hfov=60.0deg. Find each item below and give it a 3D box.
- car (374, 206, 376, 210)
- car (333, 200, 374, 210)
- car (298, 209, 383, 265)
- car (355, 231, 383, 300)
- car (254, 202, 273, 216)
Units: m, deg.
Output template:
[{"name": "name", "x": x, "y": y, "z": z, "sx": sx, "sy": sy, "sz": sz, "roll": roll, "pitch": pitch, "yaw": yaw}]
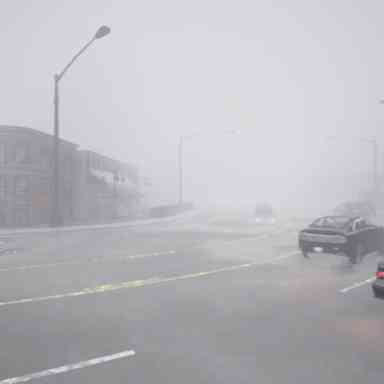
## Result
[{"name": "car", "x": 18.442, "y": 1.704, "z": 36.722, "sx": 2.097, "sy": 1.767, "sz": 4.553, "roll": 0, "pitch": -1, "yaw": 8}, {"name": "car", "x": 13.985, "y": 1.640, "z": 29.544, "sx": 2.097, "sy": 1.767, "sz": 4.553, "roll": 0, "pitch": -1, "yaw": 10}, {"name": "car", "x": 5.676, "y": 1.613, "z": 12.269, "sx": 2.128, "sy": 1.511, "sz": 4.902, "roll": -1, "pitch": -1, "yaw": 44}, {"name": "car", "x": 5.879, "y": 1.615, "z": 7.465, "sx": 5.357, "sy": 1.411, "sz": 2.033, "roll": 0, "pitch": -1, "yaw": -42}, {"name": "car", "x": 8.076, "y": 1.919, "z": 37.840, "sx": 1.882, "sy": 1.535, "sz": 5.008, "roll": 0, "pitch": -1, "yaw": 7}]
